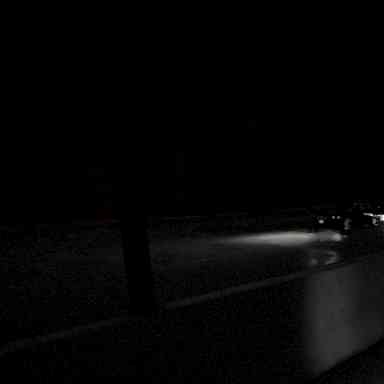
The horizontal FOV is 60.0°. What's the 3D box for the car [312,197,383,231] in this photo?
[{"bbox_3d":[8.767,1.264,18.814,4.902,1.511,2.128,-1,0,-35],"label":"car"}]
